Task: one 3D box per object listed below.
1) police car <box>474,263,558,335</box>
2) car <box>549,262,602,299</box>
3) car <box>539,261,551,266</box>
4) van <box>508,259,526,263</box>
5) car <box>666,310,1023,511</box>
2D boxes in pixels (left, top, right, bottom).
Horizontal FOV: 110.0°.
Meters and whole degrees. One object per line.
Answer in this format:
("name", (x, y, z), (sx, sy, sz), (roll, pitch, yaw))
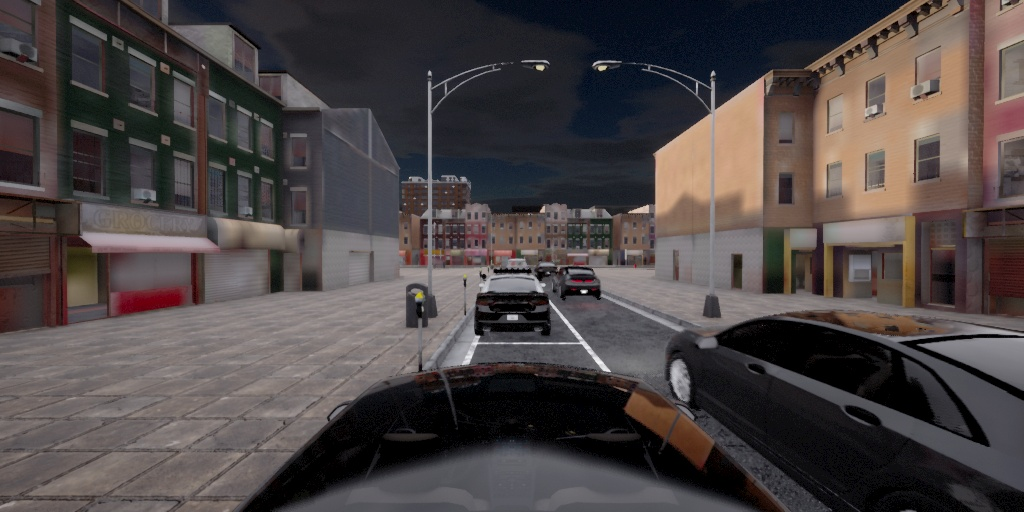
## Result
("police car", (0.012, 1.174, 10.611), (1.930, 1.638, 5.238), (0, 0, 0))
("car", (3.121, 1.257, 17.940), (1.837, 1.490, 4.892), (0, 0, 0))
("car", (3.021, 1.234, 32.151), (1.882, 1.535, 5.008), (0, 0, 0))
("van", (0.382, 1.095, 27.349), (1.690, 1.789, 3.998), (0, 0, 0))
("car", (3.120, 1.256, 3.247), (1.837, 1.490, 4.892), (0, 0, 0))
